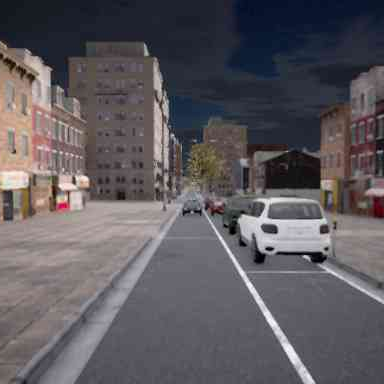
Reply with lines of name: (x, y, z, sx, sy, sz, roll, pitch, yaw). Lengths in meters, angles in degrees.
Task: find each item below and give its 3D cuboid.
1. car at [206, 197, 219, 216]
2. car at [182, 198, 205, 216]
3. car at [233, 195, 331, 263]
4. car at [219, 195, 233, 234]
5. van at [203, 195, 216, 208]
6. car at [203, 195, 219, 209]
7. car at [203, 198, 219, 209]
car: (2.618, 1.510, 31.564, 1.887, 1.381, 4.507, -2, 0, 0)
car: (0.037, 1.567, 32.464, 1.895, 1.301, 4.718, 0, 0, 1)
car: (2.981, 1.200, 11.917, 2.150, 2.045, 5.566, 0, 0, 0)
car: (2.982, 1.191, 18.920, 2.150, 2.045, 5.566, 0, 0, 0)
van: (2.612, 1.345, 50.451, 1.690, 1.788, 3.998, -2, 0, 0)
car: (2.611, 1.298, 42.145, 2.192, 1.841, 5.009, -2, 0, 0)
car: (2.618, 1.546, 47.130, 2.008, 1.369, 4.403, -2, 0, 0)
